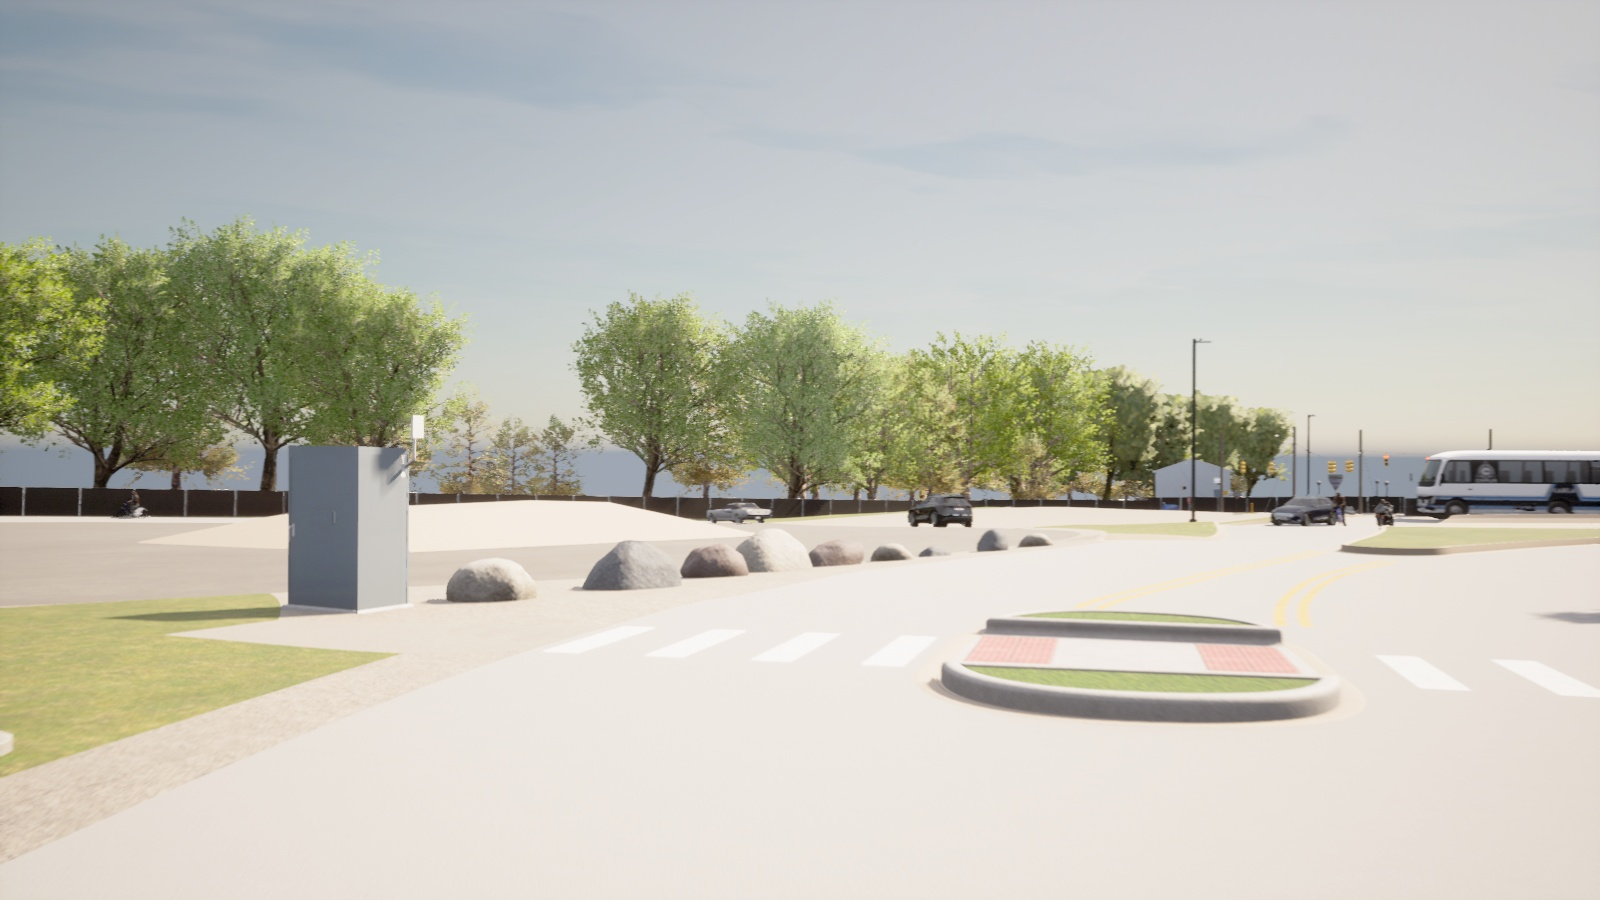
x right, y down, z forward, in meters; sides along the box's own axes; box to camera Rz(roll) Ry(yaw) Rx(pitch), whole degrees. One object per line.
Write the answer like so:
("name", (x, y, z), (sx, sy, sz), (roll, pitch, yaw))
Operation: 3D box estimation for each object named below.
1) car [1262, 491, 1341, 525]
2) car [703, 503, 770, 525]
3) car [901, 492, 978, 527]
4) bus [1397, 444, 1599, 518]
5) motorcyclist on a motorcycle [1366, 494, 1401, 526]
("car", (27.577, 3.145, 68.963), (4.856, 1.649, 2.033), (0, 0, -41))
("car", (-4.054, 4.034, 79.405), (1.895, 1.301, 4.718), (1, -4, -38))
("car", (6.870, 2.974, 62.442), (2.033, 1.649, 4.856), (1, -3, -17))
("bus", (42.038, 1.845, 75.687), (10.273, 4.253, 3.944), (0, -1, 10))
("motorcyclist on a motorcycle", (30.154, 3.071, 64.906), (0.866, 1.530, 2.191), (-8, -6, 44))
